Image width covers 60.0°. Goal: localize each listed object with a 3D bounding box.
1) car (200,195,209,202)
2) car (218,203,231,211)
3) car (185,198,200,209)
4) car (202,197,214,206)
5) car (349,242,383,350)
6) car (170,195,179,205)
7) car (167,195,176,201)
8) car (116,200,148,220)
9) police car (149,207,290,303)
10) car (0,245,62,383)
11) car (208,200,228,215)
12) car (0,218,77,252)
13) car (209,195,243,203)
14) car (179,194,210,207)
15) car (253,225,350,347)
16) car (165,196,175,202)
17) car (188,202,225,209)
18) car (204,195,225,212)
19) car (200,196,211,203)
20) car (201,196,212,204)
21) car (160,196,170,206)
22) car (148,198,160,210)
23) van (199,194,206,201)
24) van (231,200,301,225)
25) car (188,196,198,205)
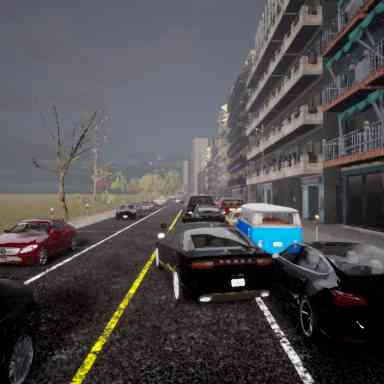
[{"bbox_3d":[2.736,1.463,74.186,1.967,1.590,4.097,1,0,0],"label":"car"},{"bbox_3d":[2.613,1.529,17.746,1.752,1.417,4.829,1,0,0],"label":"car"},{"bbox_3d":[0.114,1.559,46.480,2.033,1.411,5.357,0,0,1],"label":"car"},{"bbox_3d":[2.699,1.541,57.373,1.752,1.417,4.829,1,0,0],"label":"car"},{"bbox_3d":[2.578,1.315,0.593,2.192,1.841,5.009,1,0,0],"label":"car"},{"bbox_3d":[-2.618,1.509,60.758,2.128,1.511,4.902,0,0,0],"label":"car"},{"bbox_3d":[-5.122,1.578,84.922,2.008,1.369,4.403,1,0,0],"label":"car"},{"bbox_3d":[-5.245,1.572,28.383,1.947,1.339,4.313,1,0,0],"label":"car"},{"bbox_3d":[0.226,1.427,8.499,1.930,1.638,5.238,0,0,-13],"label":"police car"},{"bbox_3d":[-2.844,1.526,2.503,1.812,1.442,4.674,0,0,0],"label":"car"},{"bbox_3d":[2.649,1.590,34.559,1.802,1.307,4.206,1,0,0],"label":"car"},{"bbox_3d":[-5.282,1.584,11.420,1.802,1.307,4.206,1,0,0],"label":"car"},{"bbox_3d":[2.627,1.320,23.237,2.192,1.841,5.009,1,0,0],"label":"car"},{"bbox_3d":[0.435,1.225,24.585,2.150,2.045,5.566,0,0,-5],"label":"car"},{"bbox_3d":[2.587,1.567,6.253,1.947,1.339,4.313,1,0,0],"label":"car"},{"bbox_3d":[-5.134,1.575,79.268,2.008,1.369,4.403,1,0,0],"label":"car"},{"bbox_3d":[0.865,1.510,18.645,1.837,1.490,4.892,0,0,0],"label":"car"},{"bbox_3d":[2.664,1.324,40.220,2.192,1.841,5.009,1,0,0],"label":"car"},{"bbox_3d":[2.723,1.571,68.524,2.008,1.369,4.403,1,0,0],"label":"car"},{"bbox_3d":[2.711,1.543,63.034,1.752,1.417,4.829,1,0,0],"label":"car"},{"bbox_3d":[-5.183,1.541,56.483,1.752,1.417,4.829,1,0,0],"label":"car"},{"bbox_3d":[-5.220,1.591,39.690,1.802,1.307,4.206,1,0,0],"label":"car"},{"bbox_3d":[2.762,1.369,85.508,1.690,1.788,3.998,1,0,0],"label":"van"},{"bbox_3d":[2.602,1.344,11.915,1.690,1.788,3.998,1,0,0],"label":"van"},{"bbox_3d":[0.131,1.542,60.260,1.812,1.442,4.674,0,0,0],"label":"car"}]
